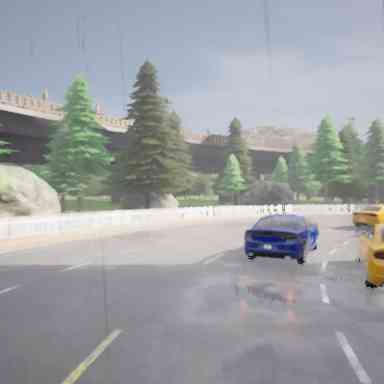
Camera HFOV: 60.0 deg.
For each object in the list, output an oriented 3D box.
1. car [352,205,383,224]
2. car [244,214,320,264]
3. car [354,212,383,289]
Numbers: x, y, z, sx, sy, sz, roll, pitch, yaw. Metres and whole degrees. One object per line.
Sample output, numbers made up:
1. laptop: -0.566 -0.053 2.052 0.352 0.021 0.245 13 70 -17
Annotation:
1. car: 12.978 1.631 22.631 5.008 1.535 1.882 0 0 -33
2. car: 3.478 1.546 12.345 1.882 1.535 5.008 0 0 28
3. car: 5.599 1.541 8.937 1.882 1.535 5.008 0 0 24
